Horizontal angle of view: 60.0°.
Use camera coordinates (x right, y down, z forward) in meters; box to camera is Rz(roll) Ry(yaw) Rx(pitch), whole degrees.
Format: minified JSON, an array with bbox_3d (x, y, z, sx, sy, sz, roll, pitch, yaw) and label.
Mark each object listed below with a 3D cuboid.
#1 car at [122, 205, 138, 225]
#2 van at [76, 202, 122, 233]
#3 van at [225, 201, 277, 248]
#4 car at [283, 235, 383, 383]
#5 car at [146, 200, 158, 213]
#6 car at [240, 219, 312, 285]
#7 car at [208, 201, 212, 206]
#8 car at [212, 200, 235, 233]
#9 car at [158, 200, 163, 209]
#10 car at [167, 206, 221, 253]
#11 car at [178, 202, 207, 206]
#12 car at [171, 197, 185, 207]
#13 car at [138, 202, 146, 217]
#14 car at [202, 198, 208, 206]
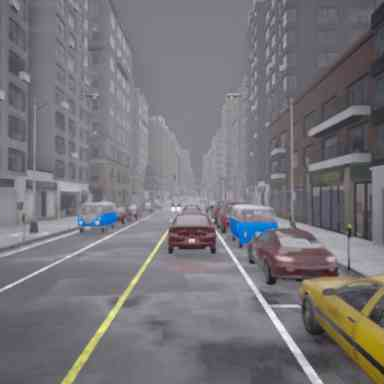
[{"bbox_3d":[-5.854,1.789,26.460,1.887,1.381,4.507,0,-1,0],"label":"car"},{"bbox_3d":[-5.854,1.534,20.807,1.690,1.788,3.998,0,-1,0],"label":"van"},{"bbox_3d":[2.671,1.482,15.135,1.690,1.788,3.998,0,-1,0],"label":"van"},{"bbox_3d":[2.670,1.564,3.991,1.752,1.417,4.829,0,-1,0],"label":"car"},{"bbox_3d":[-5.855,2.008,43.419,1.802,1.307,4.206,0,-1,0],"label":"car"},{"bbox_3d":[2.670,1.671,9.478,1.802,1.307,4.206,0,-1,0],"label":"car"},{"bbox_3d":[2.671,1.559,26.449,2.192,1.841,5.009,0,-1,0],"label":"car"},{"bbox_3d":[2.671,1.508,20.792,2.192,1.841,5.009,0,-1,0],"label":"car"},{"bbox_3d":[-5.855,2.000,54.730,1.967,1.590,4.097,0,-1,0],"label":"car"},{"bbox_3d":[0.008,1.613,14.474,1.882,1.535,5.008,0,0,0],"label":"car"},{"bbox_3d":[0.007,1.836,29.321,1.994,1.385,4.181,0,-1,0],"label":"car"},{"bbox_3d":[-2.999,2.164,64.190,2.128,1.511,4.902,0,-1,0],"label":"car"},{"bbox_3d":[-5.855,1.881,32.114,1.802,1.307,4.206,0,-1,0],"label":"car"},{"bbox_3d":[2.670,1.866,43.412,1.967,1.590,4.097,0,-1,0],"label":"car"}]
